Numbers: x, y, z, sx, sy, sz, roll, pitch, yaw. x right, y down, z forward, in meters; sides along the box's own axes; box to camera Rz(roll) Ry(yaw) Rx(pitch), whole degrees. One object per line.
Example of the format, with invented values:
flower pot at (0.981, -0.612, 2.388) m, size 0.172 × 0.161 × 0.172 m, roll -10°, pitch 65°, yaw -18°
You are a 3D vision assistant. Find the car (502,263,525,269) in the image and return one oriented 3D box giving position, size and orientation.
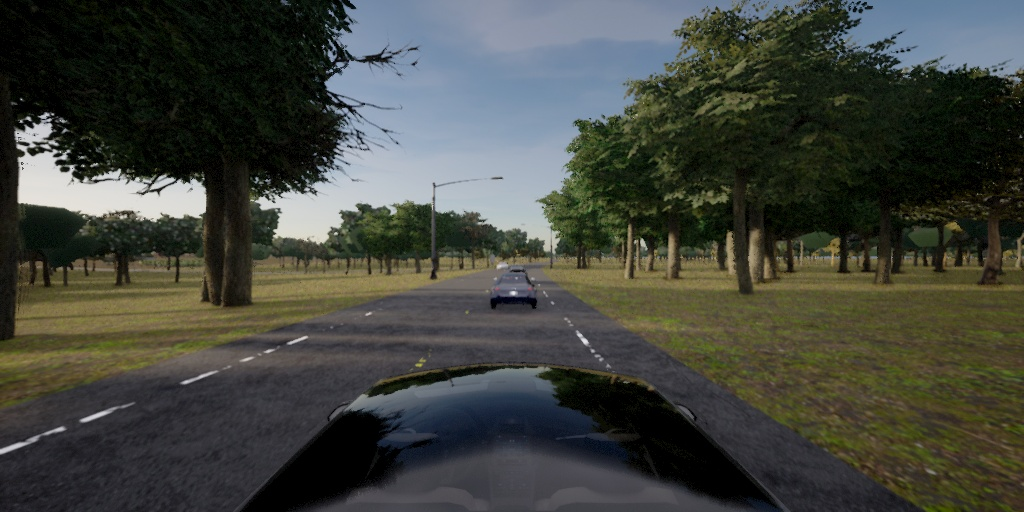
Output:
car at (0.432, 1.533, 31.072) m, size 1.837 × 1.490 × 4.892 m, roll 0°, pitch 0°, yaw 2°

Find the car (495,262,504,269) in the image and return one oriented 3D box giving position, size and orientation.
car at (-1.619, 1.849, 62.036) m, size 1.812 × 1.442 × 4.674 m, roll 0°, pitch -1°, yaw 4°

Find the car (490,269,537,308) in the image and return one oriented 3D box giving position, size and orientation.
car at (0.094, 1.448, 16.087) m, size 1.994 × 1.385 × 4.181 m, roll 0°, pitch -1°, yaw 1°
